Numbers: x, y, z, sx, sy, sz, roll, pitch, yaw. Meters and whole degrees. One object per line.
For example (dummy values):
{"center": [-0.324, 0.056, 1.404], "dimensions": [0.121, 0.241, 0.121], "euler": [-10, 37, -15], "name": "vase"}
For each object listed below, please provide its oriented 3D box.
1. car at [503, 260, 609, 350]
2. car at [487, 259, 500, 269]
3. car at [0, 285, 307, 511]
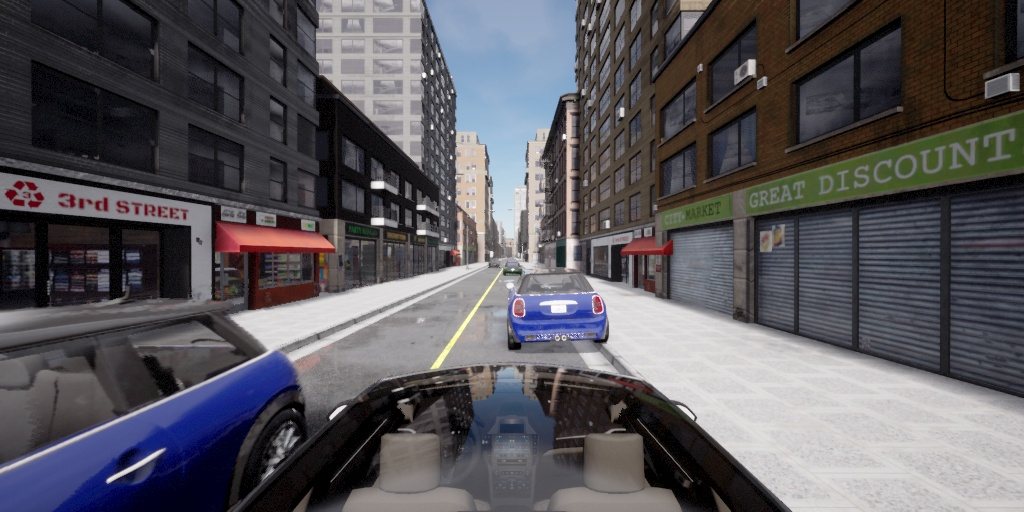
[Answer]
{"center": [0.925, 1.066, 9.220], "dimensions": [2.097, 1.767, 4.553], "euler": [-2, 0, 0], "name": "car"}
{"center": [-2.761, 1.202, 55.991], "dimensions": [1.837, 1.490, 4.892], "euler": [0, 0, 0], "name": "car"}
{"center": [-2.850, 1.102, 1.239], "dimensions": [2.097, 1.767, 4.553], "euler": [0, 0, 0], "name": "car"}
